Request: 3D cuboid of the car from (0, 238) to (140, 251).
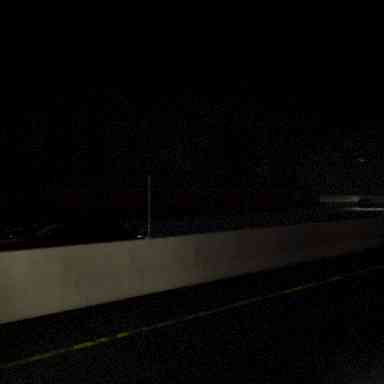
[{"bbox_3d":[-3.692,1.531,9.968,4.674,1.442,1.812,0,0,-36],"label":"car"}]
